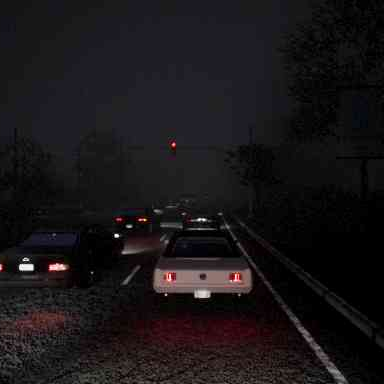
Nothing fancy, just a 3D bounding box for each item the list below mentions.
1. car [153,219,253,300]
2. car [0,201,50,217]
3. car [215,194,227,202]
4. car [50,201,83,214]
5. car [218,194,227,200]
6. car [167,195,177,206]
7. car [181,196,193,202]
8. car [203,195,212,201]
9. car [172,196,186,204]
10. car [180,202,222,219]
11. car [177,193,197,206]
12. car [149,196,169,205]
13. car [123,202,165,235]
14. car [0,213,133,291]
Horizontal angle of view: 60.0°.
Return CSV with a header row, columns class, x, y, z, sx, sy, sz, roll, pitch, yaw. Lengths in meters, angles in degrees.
class,x,y,z,sx,sy,sz,roll,pitch,yaw
car,0.232,1.601,8.373,1.895,1.301,4.718,0,0,1
car,-16.290,1.601,31.266,4.718,1.301,1.895,0,0,11
car,6.316,1.548,76.652,1.994,1.385,4.181,0,0,10
car,-14.094,1.601,35.107,4.718,1.301,1.895,0,0,2
car,7.979,1.346,86.357,1.882,1.535,5.008,0,0,11
car,-3.890,1.353,54.124,2.097,1.767,4.553,0,0,7
car,-1.091,1.552,74.643,1.994,1.385,4.181,0,0,8
car,3.958,1.525,83.738,2.128,1.511,4.902,0,0,10
car,-2.538,1.505,64.794,1.837,1.490,4.892,0,0,8
car,0.522,1.505,17.598,1.837,1.490,4.892,0,0,2
car,-0.569,1.222,48.455,2.150,2.045,5.566,0,0,2
car,-4.830,1.601,45.201,1.895,1.301,4.718,0,0,5
car,-2.939,1.526,18.713,1.812,1.442,4.674,0,0,4
car,-3.256,1.547,9.136,2.033,1.411,5.357,0,0,1
